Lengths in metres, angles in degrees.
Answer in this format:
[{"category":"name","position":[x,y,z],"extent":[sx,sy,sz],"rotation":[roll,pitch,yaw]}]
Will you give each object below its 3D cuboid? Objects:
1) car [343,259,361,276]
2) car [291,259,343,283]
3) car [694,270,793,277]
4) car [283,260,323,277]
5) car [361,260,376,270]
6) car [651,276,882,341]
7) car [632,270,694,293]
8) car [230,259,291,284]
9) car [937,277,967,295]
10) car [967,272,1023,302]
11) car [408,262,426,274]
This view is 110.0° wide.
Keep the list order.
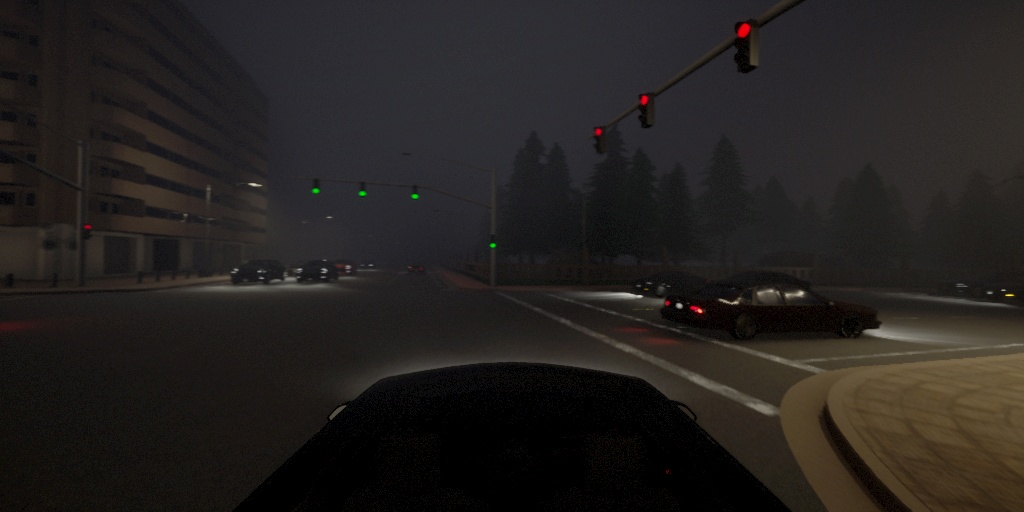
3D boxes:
[{"category":"car","position":[-17.150,1.083,36.471],"extent":[2.097,1.767,4.553],"rotation":[1,0,-14]},{"category":"car","position":[-14.822,1.062,27.530],"extent":[2.097,1.767,4.553],"rotation":[1,0,-14]},{"category":"car","position":[11.868,1.449,17.479],"extent":[5.008,1.535,1.882],"rotation":[1,0,-11]},{"category":"car","position":[-20.470,1.170,35.318],"extent":[2.128,1.511,4.902],"rotation":[1,0,-14]},{"category":"car","position":[-21.800,1.281,54.531],"extent":[1.837,1.490,4.892],"rotation":[1,-1,-14]},{"category":"car","position":[6.908,1.402,9.798],"extent":[5.357,1.411,2.033],"rotation":[1,0,-8]},{"category":"car","position":[9.037,1.513,20.420],"extent":[4.181,1.385,1.994],"rotation":[1,0,-11]},{"category":"car","position":[-17.931,1.007,25.575],"extent":[2.097,1.767,4.553],"rotation":[1,0,-15]},{"category":"car","position":[29.017,1.715,21.544],"extent":[5.008,1.535,1.882],"rotation":[1,-1,11]},{"category":"car","position":[27.297,1.698,18.294],"extent":[4.892,1.490,1.837],"rotation":[1,-1,9]},{"category":"car","position":[-11.166,1.375,41.989],"extent":[1.812,1.442,4.674],"rotation":[1,0,-15]}]
